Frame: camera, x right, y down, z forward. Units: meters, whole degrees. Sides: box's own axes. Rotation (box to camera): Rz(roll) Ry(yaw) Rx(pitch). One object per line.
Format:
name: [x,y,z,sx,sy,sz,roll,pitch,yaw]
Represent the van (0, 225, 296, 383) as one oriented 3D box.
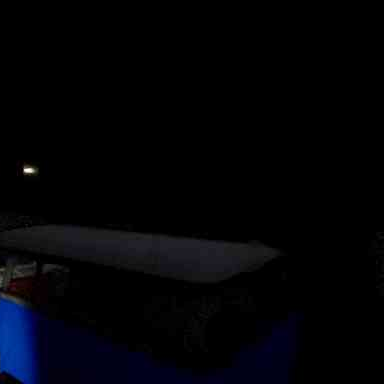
van: [-0.921,1.335,3.620,3.998,1.788,1.690,0,0,35]
